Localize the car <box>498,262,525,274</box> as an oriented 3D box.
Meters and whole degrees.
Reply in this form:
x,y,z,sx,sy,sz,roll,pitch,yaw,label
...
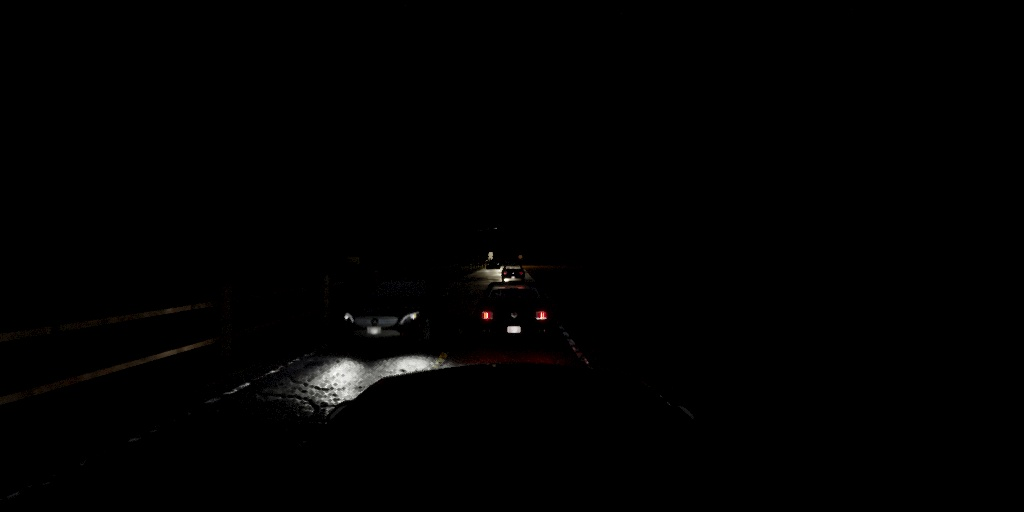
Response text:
x,y,z,sx,sy,sz,roll,pitch,yaw,label
0.084,1.376,29.955,1.895,1.301,4.718,0,0,0,car

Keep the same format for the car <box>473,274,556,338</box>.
x,y,z,sx,sy,sz,roll,pitch,yaw,label
0.061,1.355,10.220,1.895,1.301,4.718,0,0,0,car

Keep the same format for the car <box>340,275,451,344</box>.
x,y,z,sx,sy,sz,roll,pitch,yaw,label
-2.847,1.279,9.735,1.812,1.442,4.674,0,0,0,car

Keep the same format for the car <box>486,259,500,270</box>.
x,y,z,sx,sy,sz,roll,pitch,yaw,label
-2.754,1.218,53.858,2.097,1.767,4.553,0,0,0,car
